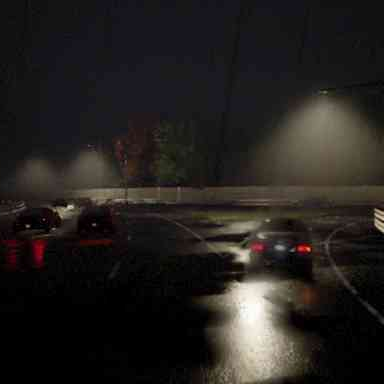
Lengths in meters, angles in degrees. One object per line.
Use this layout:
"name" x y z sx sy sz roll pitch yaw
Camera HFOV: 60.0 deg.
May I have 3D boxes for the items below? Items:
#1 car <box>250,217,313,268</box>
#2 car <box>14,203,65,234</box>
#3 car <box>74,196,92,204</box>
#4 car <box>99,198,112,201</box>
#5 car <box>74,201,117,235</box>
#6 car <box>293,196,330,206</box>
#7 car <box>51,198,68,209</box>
"car" 3.113 1.568 11.414 2.033 1.411 5.357 0 0 17
"car" -9.122 1.614 19.819 1.812 1.442 4.674 0 0 -11
"car" -16.938 1.556 51.793 2.097 1.767 4.553 0 0 -31
"car" -13.884 1.724 53.502 1.812 1.442 4.674 0 0 -31
"car" -5.533 1.552 19.671 1.882 1.535 5.008 0 0 -11
"car" 14.958 1.133 41.888 4.553 1.767 2.097 0 0 6
"car" -20.021 1.716 50.135 1.837 1.490 4.892 0 0 -31
